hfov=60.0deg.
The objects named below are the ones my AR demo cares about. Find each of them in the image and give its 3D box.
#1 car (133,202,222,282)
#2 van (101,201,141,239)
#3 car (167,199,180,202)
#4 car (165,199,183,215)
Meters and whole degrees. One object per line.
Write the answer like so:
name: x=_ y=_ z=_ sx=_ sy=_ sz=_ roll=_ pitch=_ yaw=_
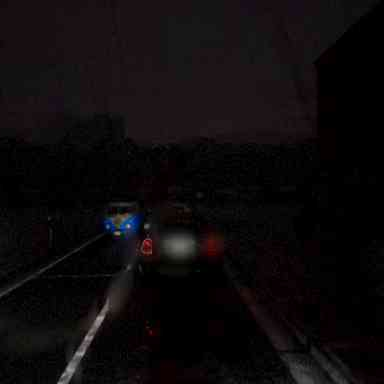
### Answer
car: x=-0.402 y=1.370 z=10.081 sx=2.097 sy=1.767 sz=4.553 roll=0 pitch=0 yaw=-3
van: x=-3.570 y=1.391 z=17.449 sx=1.690 sy=1.788 sz=3.998 roll=-1 pitch=0 yaw=-3
car: x=-1.124 y=1.522 z=22.876 sx=1.882 sy=1.535 sz=5.008 roll=0 pitch=0 yaw=-3
car: x=-2.005 y=1.556 z=36.703 sx=1.882 sy=1.535 sz=5.008 roll=0 pitch=0 yaw=-3
